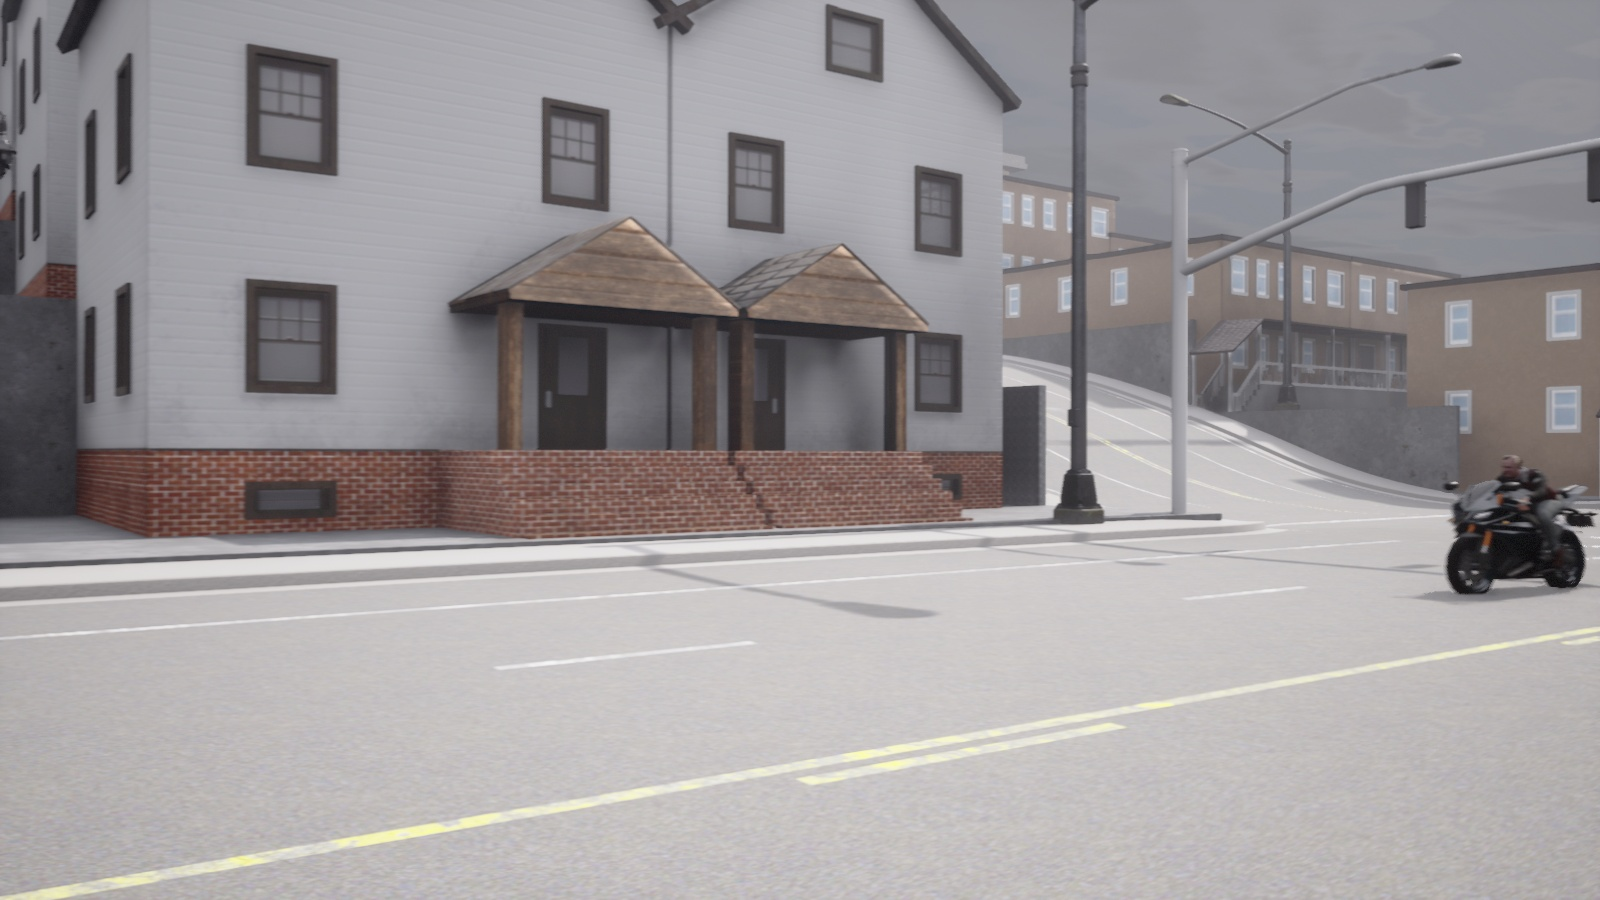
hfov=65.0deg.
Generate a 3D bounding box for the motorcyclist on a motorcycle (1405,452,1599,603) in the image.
[{"bbox_3d":[7.728,0.797,13.663,2.191,1.530,0.866,0,-1,-26],"label":"motorcyclist on a motorcycle"}]
